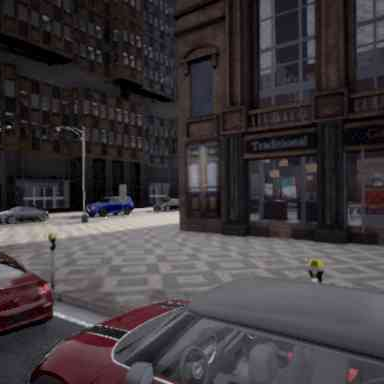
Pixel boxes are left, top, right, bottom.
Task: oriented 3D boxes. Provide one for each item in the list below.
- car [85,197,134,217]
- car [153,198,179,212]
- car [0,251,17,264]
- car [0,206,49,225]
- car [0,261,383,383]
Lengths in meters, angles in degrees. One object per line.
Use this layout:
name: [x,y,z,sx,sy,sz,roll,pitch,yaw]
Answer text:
car: [-8.701,1.524,35.486,2.150,2.045,5.566,-1,0,35]
car: [-3.060,1.633,43.439,2.097,1.767,4.553,-1,0,35]
car: [-4.147,1.670,5.922,4.206,1.307,1.802,-1,0,36]
car: [-14.186,1.886,27.719,1.994,1.385,4.181,-1,0,35]
car: [0.473,1.454,2.624,4.097,1.590,1.967,-1,0,36]
